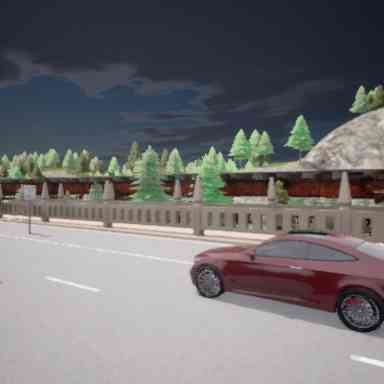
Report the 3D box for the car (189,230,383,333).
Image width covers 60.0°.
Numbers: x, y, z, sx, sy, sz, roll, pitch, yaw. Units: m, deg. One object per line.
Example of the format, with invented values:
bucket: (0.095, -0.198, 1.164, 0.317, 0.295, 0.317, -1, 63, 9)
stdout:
car: (2.113, 1.497, 6.708, 4.674, 1.442, 1.812, 0, 0, 36)
